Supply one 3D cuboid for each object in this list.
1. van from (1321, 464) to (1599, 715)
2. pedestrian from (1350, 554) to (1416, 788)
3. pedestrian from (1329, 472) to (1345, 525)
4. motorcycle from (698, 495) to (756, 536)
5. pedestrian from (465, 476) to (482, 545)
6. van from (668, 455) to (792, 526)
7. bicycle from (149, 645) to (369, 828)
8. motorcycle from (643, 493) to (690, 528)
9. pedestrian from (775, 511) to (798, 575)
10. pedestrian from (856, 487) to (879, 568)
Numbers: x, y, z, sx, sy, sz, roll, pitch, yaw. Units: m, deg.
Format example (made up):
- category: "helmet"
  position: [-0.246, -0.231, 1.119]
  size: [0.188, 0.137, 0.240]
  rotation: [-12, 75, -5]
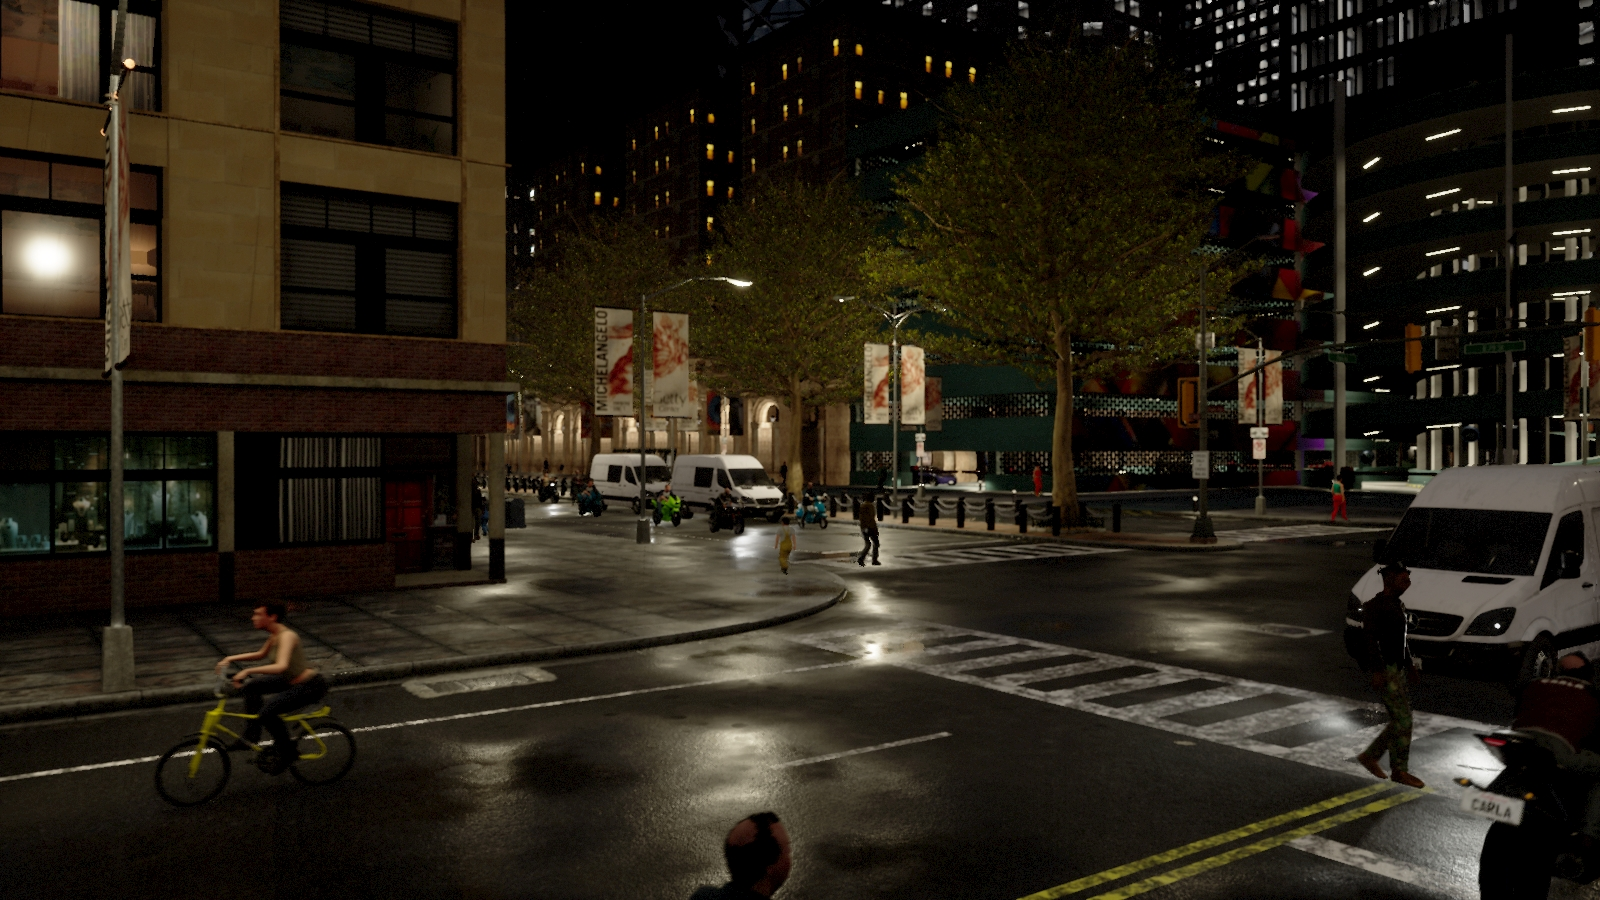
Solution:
- category: "van"
  position: [9.207, 1.490, 14.490]
  size: [5.915, 2.561, 1.988]
  rotation: [0, 0, -35]
- category: "pedestrian"
  position: [4.874, 1.820, 9.553]
  size: [0.375, 1.860, 0.375]
  rotation: [0, 0, -42]
- category: "pedestrian"
  position: [19.318, 1.740, 41.070]
  size: [0.375, 1.860, 0.375]
  rotation: [0, 0, -30]
- category: "motorcycle"
  position: [-2.441, 2.151, 37.889]
  size: [0.867, 1.251, 2.209]
  rotation: [0, 0, -35]
- category: "pedestrian"
  position: [-9.007, 1.668, 31.546]
  size: [0.375, 1.860, 0.375]
  rotation: [0, 0, -27]
- category: "van"
  position: [-2.820, 1.472, 44.497]
  size: [1.988, 2.561, 5.915]
  rotation: [0, 0, -35]
- category: "bicycle"
  position: [-4.357, 2.249, 9.215]
  size: [1.487, 1.080, 0.859]
  rotation: [0, 0, -34]
- category: "motorcycle"
  position: [-4.825, 2.159, 41.273]
  size: [0.803, 1.145, 2.033]
  rotation: [0, 0, -35]
- category: "pedestrian"
  position: [-0.289, 1.940, 23.998]
  size: [0.375, 1.300, 0.375]
  rotation: [0, 0, -20]
- category: "pedestrian"
  position: [1.577, 1.804, 26.673]
  size: [0.375, 1.860, 0.375]
  rotation: [0, 0, -40]
